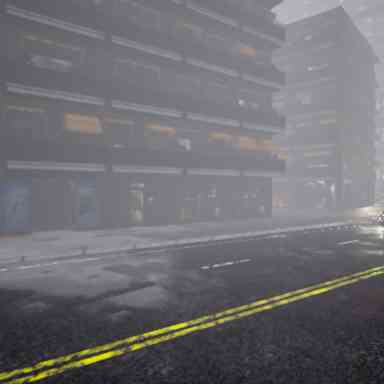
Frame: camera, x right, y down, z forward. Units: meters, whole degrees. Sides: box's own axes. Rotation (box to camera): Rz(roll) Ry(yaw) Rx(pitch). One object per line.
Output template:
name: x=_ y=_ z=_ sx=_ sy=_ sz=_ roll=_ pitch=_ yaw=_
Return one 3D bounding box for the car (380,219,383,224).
car: x=7.101 y=1.481 z=8.705 sx=4.902 sy=1.511 sz=2.128 roll=0 pitch=0 yaw=-37

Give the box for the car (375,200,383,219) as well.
car: x=14.867 y=1.482 z=23.167 sx=4.892 sy=1.490 sz=1.837 roll=0 pitch=0 yaw=-39

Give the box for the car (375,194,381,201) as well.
car: x=32.161 y=0.993 z=60.896 sx=4.097 sy=1.590 sz=1.967 roll=1 pitch=0 yaw=41
